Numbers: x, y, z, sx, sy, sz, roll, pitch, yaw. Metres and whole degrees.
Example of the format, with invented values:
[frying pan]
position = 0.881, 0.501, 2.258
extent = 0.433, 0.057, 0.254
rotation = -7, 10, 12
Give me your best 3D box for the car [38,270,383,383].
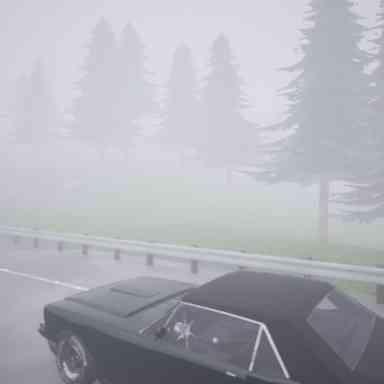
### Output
[car]
position = 0.396, 1.594, 3.621
extent = 4.718, 1.301, 1.895
rotation = 0, 0, 35
